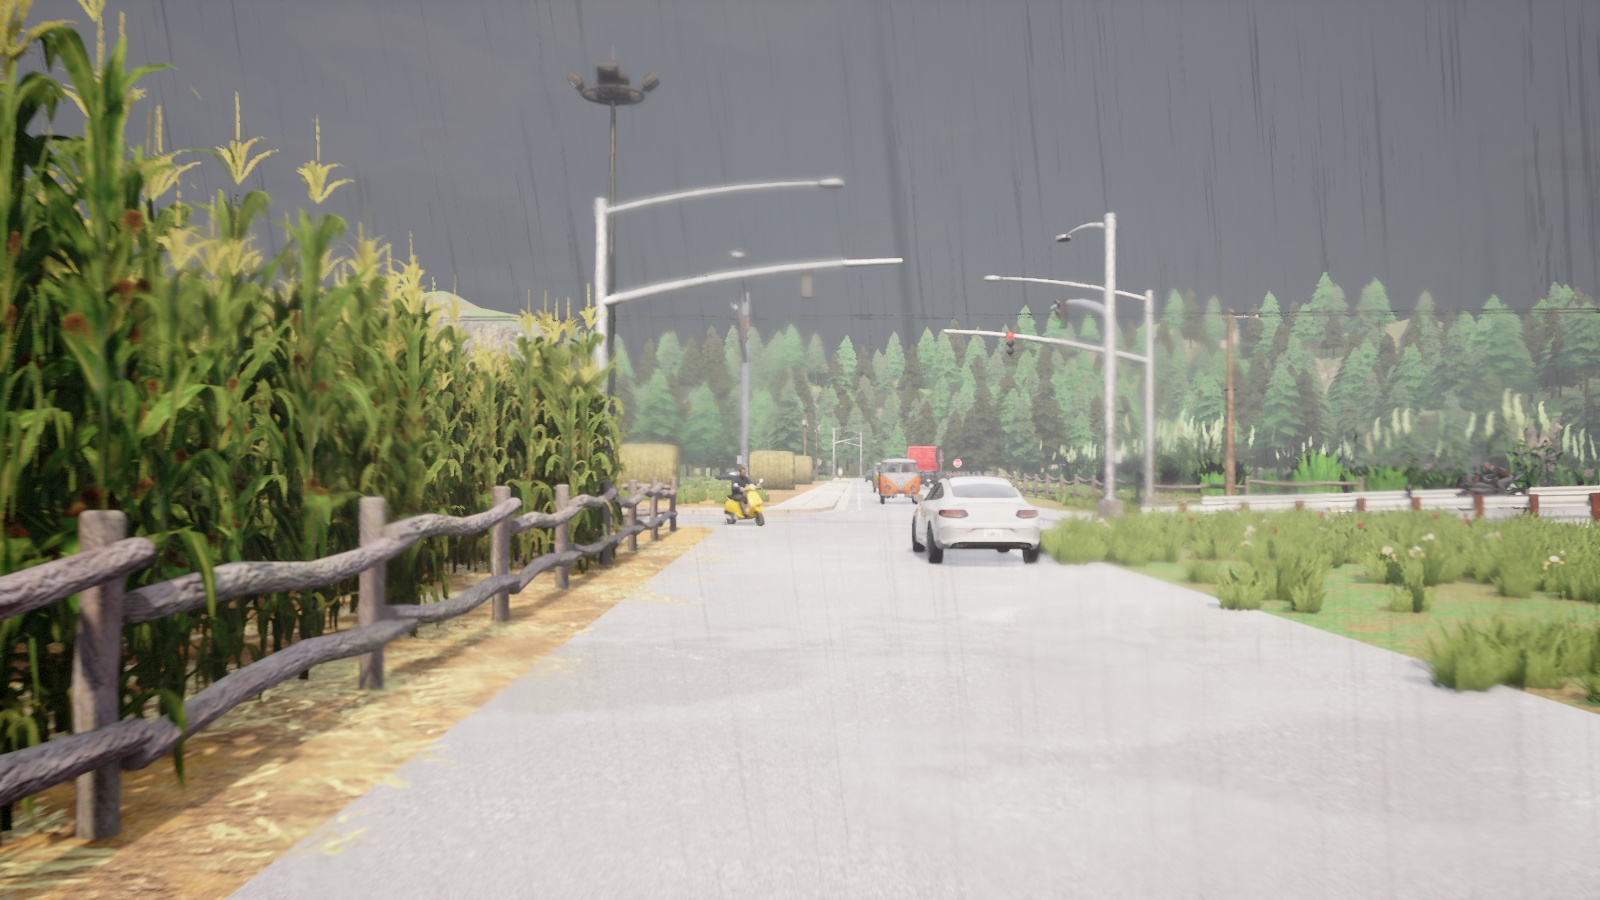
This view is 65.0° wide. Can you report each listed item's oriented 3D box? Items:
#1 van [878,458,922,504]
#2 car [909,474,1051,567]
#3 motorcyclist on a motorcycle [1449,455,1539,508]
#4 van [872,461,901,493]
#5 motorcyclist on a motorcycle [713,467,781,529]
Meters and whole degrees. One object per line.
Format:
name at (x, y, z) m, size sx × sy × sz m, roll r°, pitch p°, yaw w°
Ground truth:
van at (4.387, 1.352, 55.711) m, size 1.775 × 1.987 × 4.442 m, roll 0°, pitch -1°, yaw 3°
car at (3.047, 1.159, 22.154) m, size 1.812 × 1.442 × 4.674 m, roll 0°, pitch -1°, yaw 0°
motorcyclist on a motorcycle at (21.428, 0.976, 38.803) m, size 2.191 × 1.530 × 0.866 m, roll -3°, pitch -1°, yaw 5°
van at (5.577, 1.738, 81.598) m, size 1.775 × 1.987 × 4.442 m, roll 0°, pitch -1°, yaw 3°
motorcyclist on a motorcycle at (-1.451, 1.286, 34.165) m, size 0.866 × 1.590 × 1.817 m, roll -4°, pitch 2°, yaw -38°
